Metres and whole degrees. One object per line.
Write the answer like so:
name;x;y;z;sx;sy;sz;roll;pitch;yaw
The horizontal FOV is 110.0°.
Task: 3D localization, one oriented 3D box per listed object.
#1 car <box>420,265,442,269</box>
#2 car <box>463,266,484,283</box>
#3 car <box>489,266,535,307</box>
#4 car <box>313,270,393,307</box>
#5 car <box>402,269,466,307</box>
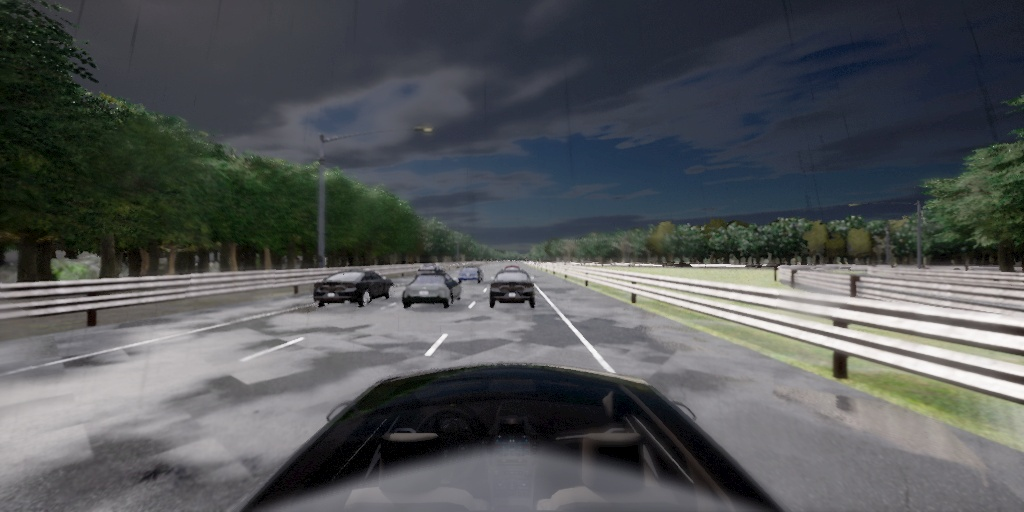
car;-6.977;1.520;31.147;2.128;1.511;4.902;0;0;0
car;-3.479;1.572;30.846;2.033;1.411;5.357;0;-1;0
car;0.015;1.363;16.324;1.882;1.535;5.008;0;0;0
car;-6.985;1.362;16.331;1.882;1.535;5.008;0;0;0
car;-3.486;1.448;16.188;1.994;1.385;4.181;0;0;0
